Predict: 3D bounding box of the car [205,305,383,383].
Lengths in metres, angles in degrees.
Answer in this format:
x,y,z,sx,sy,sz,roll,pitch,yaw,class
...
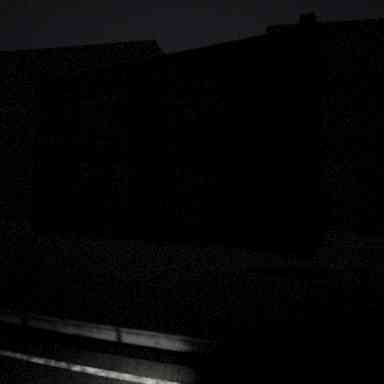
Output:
x,y,z,sx,sy,sz,roll,pitch,yaw,class
2.413,1.643,2.732,4.674,1.442,1.812,0,-2,12,car
